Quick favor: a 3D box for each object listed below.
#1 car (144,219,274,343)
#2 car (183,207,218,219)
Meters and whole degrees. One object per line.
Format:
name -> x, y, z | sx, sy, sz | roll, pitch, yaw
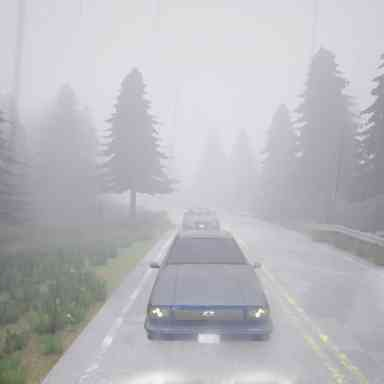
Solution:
car -> 0.271, 1.557, 7.076 | 2.033, 1.411, 5.357 | 0, 0, 1
car -> 0.447, 1.584, 19.161 | 1.994, 1.385, 4.181 | 0, 0, -2
